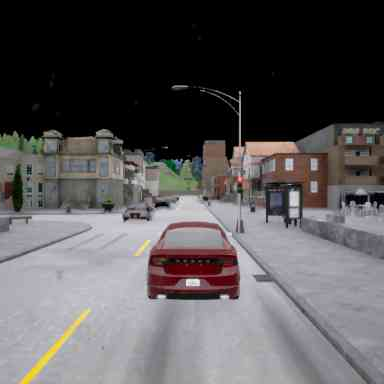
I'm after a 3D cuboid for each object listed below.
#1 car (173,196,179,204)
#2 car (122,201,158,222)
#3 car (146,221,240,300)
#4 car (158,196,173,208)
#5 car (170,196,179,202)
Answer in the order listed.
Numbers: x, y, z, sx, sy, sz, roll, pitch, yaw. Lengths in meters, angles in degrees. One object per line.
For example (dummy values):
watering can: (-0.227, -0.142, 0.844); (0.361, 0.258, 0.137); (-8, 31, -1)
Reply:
car: (-4.057, 1.505, 63.828); (1.837, 1.490, 4.892); (0, 0, 0)
car: (-4.102, 1.564, 25.978); (1.994, 1.385, 4.181); (0, 0, 0)
car: (0.049, 1.478, 8.455); (1.882, 1.535, 5.008); (0, 0, 1)
car: (-4.102, 1.601, 47.168); (1.895, 1.301, 4.718); (0, 0, 0)
car: (-4.006, 1.584, 78.851); (1.895, 1.301, 4.718); (0, 0, 0)
